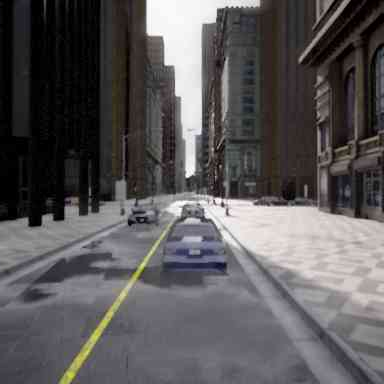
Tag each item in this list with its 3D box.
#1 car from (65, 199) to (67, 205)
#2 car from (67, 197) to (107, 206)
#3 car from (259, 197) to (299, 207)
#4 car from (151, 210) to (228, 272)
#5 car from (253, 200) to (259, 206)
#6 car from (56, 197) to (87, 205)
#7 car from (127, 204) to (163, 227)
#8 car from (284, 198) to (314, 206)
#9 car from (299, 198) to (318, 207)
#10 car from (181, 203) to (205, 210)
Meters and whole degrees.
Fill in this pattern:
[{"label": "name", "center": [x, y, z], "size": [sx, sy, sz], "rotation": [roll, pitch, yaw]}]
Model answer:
[{"label": "car", "center": [-20.069, 1.396, 47.199], "size": [4.507, 1.381, 1.887], "rotation": [0, -1, 0]}, {"label": "car", "center": [-14.598, 1.389, 47.219], "size": [4.829, 1.417, 1.752], "rotation": [0, -1, 0]}, {"label": "car", "center": [12.322, 1.494, 47.313], "size": [4.403, 1.369, 2.008], "rotation": [0, -1, 0]}, {"label": "car", "center": [0.078, 1.537, 10.760], "size": [2.033, 1.411, 5.357], "rotation": [0, 0, 0]}, {"label": "car", "center": [12.322, 1.504, 55.839], "size": [4.097, 1.590, 1.967], "rotation": [0, -1, 0]}, {"label": "car", "center": [-20.170, 1.522, 55.723], "size": [4.403, 1.369, 2.008], "rotation": [0, -1, 0]}, {"label": "car", "center": [-3.100, 1.543, 22.554], "size": [1.994, 1.385, 4.181], "rotation": [0, 0, 0]}, {"label": "car", "center": [17.992, 1.635, 55.857], "size": [4.403, 1.369, 2.008], "rotation": [0, -1, 0]}, {"label": "car", "center": [17.992, 1.530, 47.333], "size": [4.313, 1.339, 1.947], "rotation": [0, -1, 0]}, {"label": "car", "center": [0.076, 1.524, 25.973], "size": [2.033, 1.411, 5.357], "rotation": [0, 0, 0]}]
